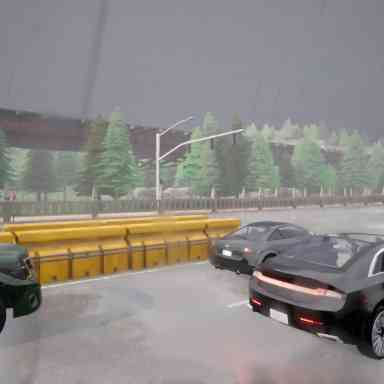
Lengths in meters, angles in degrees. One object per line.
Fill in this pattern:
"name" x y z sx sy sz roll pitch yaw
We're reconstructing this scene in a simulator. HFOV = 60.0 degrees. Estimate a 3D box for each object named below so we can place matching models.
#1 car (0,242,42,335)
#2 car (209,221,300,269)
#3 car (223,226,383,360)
"car" -5.079 1.221 4.429 5.566 2.045 2.150 0 0 -35
"car" 2.547 1.564 9.846 4.181 1.385 1.994 0 0 -36
"car" 3.157 1.492 5.985 4.902 1.511 2.128 0 0 -36
